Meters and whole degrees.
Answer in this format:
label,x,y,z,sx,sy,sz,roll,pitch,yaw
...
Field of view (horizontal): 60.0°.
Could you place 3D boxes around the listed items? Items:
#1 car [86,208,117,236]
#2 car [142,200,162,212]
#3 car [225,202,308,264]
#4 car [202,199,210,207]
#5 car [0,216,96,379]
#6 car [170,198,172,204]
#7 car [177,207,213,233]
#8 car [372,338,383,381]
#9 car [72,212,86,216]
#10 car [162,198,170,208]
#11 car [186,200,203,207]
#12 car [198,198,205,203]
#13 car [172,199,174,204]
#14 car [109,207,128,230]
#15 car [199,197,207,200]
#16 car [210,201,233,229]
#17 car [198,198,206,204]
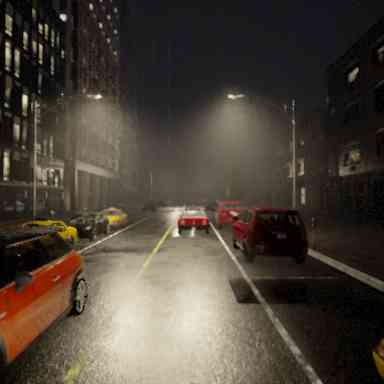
label,x,y,z,sx,sy,sz,roll,pitch,yaw
car,-5.684,1.761,17.959,1.947,1.339,4.313,1,-1,0
car,-5.691,2.045,45.686,1.947,1.339,4.313,1,-1,0
car,2.702,1.451,12.419,2.192,1.841,5.009,1,-1,0
car,2.690,2.045,45.691,1.947,1.339,4.313,1,-1,0
car,-3.103,1.404,4.634,2.097,1.767,4.553,0,-1,0
car,-5.697,2.277,67.868,1.802,1.307,4.206,1,-1,0
car,0.094,1.829,21.160,1.895,1.301,4.718,0,-1,0
car,2.702,1.543,1.495,1.752,1.417,4.829,1,-1,0
car,-5.682,1.659,12.242,1.752,1.417,4.829,1,-1,0
car,-5.695,2.207,62.323,1.947,1.339,4.313,1,-1,0
car,0.088,2.059,43.625,1.895,1.301,4.718,0,-1,0
car,2.676,2.520,95.602,1.947,1.339,4.313,1,-1,0
car,-5.699,2.294,84.506,1.967,1.590,4.097,1,-1,0
car,-5.685,1.777,23.334,1.752,1.417,4.829,1,-1,0
car,2.685,2.116,78.967,2.192,1.841,5.009,1,-1,0
car,2.699,1.568,23.511,2.192,1.841,5.009,1,-1,0
car,2.678,2.449,90.057,1.887,1.381,4.507,1,-1,0
